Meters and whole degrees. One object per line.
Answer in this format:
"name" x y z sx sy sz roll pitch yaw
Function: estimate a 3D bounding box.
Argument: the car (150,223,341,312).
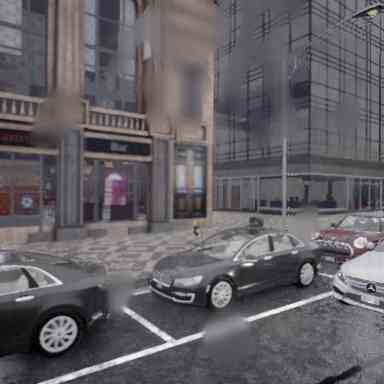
"car" 1.169 1.528 7.588 4.403 1.369 2.008 0 1 -35

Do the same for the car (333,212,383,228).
"car" 5.613 1.396 10.758 4.097 1.590 1.967 0 1 -35

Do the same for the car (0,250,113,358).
"car" -3.275 1.551 4.417 4.403 1.369 2.008 0 1 -35

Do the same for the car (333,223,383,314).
"car" 4.829 1.493 6.822 4.674 1.442 1.812 0 0 -35
